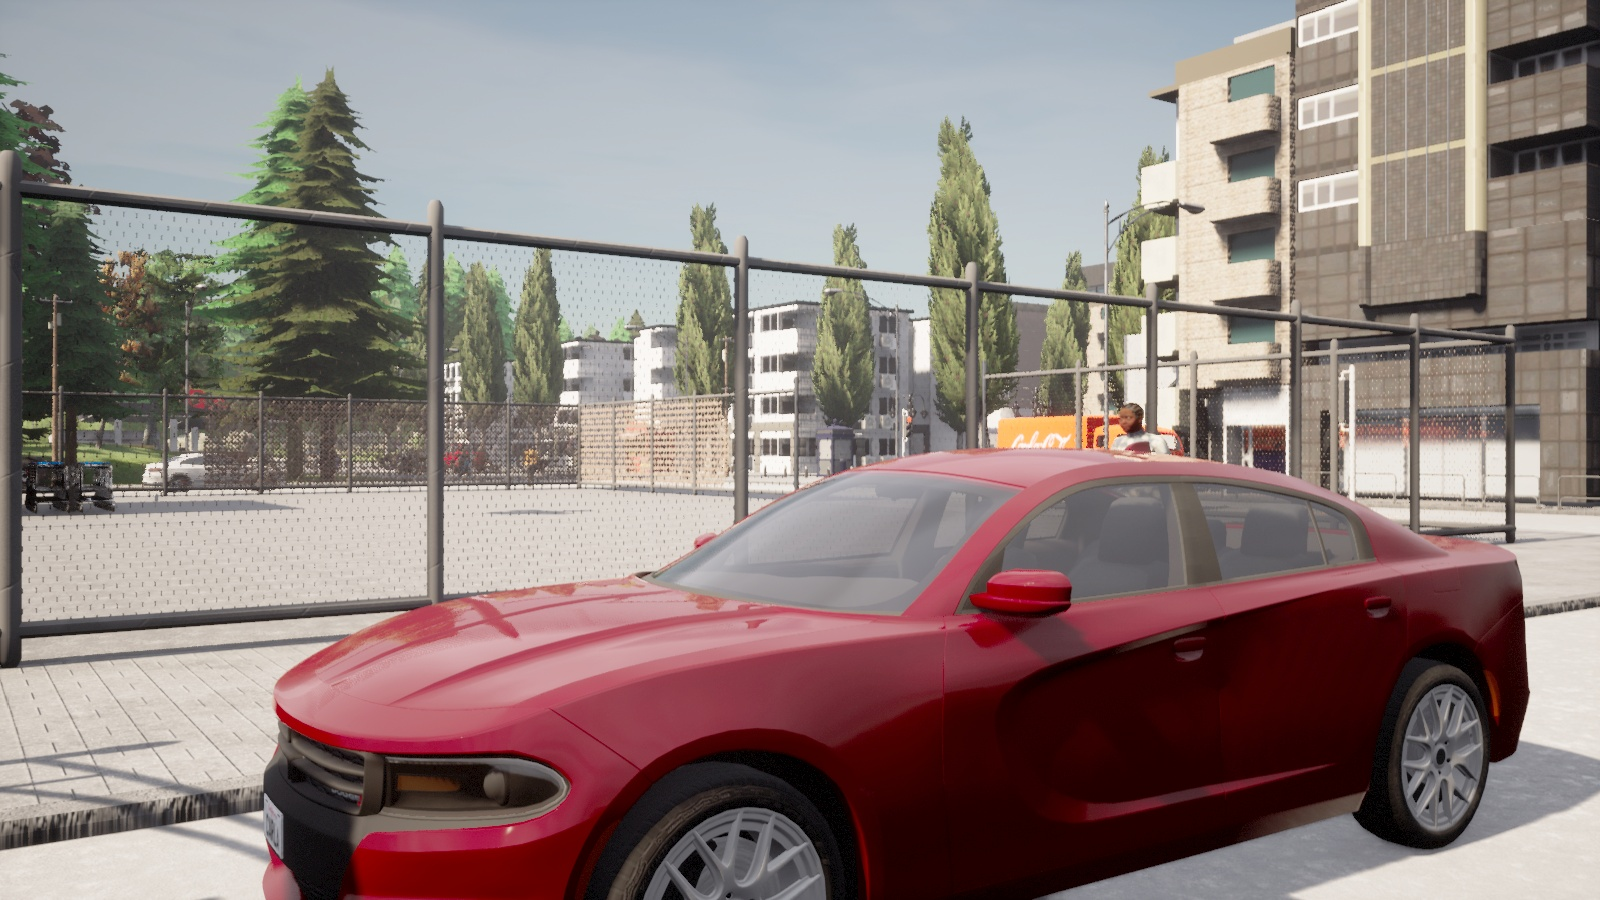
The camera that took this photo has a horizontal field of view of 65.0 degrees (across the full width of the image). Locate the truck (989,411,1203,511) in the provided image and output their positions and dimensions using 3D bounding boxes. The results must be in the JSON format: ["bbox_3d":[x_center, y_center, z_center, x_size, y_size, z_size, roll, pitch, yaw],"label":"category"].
[{"bbox_3d":[7.874,0.282,33.942,2.627,2.467,5.204,0,0,-34],"label":"truck"}]

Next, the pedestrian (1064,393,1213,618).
[{"bbox_3d":[2.958,0.461,10.988,0.900,1.855,0.874,0,0,-32],"label":"pedestrian"}]

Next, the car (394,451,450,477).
[{"bbox_3d":[-24.147,0.880,80.154,2.033,1.649,4.856,0,0,-35],"label":"car"}]

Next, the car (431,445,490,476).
[{"bbox_3d":[-23.285,0.675,85.943,2.150,2.045,5.566,0,0,-35],"label":"car"}]

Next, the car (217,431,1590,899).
[{"bbox_3d":[0.698,0.727,4.698,5.008,1.535,1.882,0,0,-33],"label":"car"}]

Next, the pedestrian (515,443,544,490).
[{"bbox_3d":[-10.896,0.651,50.629,0.874,1.855,0.900,0,0,-35],"label":"pedestrian"}]

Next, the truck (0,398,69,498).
[{"bbox_3d":[-30.025,-0.066,43.465,7.936,3.462,2.891,0,0,-35],"label":"truck"}]

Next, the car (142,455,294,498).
[{"bbox_3d":[-20.806,0.911,44.942,4.674,1.442,1.812,0,0,-35],"label":"car"}]
